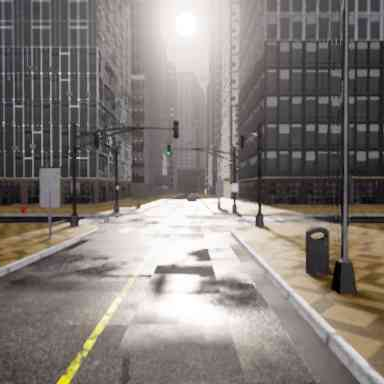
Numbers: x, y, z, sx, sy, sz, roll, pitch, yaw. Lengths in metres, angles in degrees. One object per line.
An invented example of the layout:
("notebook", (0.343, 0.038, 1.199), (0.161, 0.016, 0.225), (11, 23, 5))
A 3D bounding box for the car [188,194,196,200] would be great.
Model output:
("car", (0.006, 1.106, 79.042), (1.812, 1.442, 4.674), (0, 0, 0))

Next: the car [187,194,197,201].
("car", (0.005, 1.236, 69.055), (1.895, 1.301, 4.718), (0, 0, 0))
